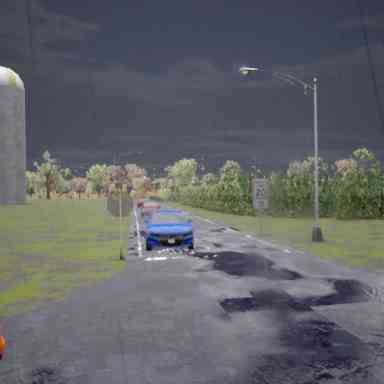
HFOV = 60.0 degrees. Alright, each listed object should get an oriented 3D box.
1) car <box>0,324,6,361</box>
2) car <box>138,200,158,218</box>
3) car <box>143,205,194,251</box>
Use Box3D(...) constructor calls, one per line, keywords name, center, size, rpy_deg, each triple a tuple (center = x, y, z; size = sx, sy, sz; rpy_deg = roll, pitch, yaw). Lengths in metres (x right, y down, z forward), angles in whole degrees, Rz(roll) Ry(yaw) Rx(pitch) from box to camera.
Box3D(name="car", center=(-4.417, 1.357, 3.059), size=(4.553, 1.767, 2.097), rpy_deg=(0, 0, -41))
Box3D(name="car", center=(-4.026, 1.670, 32.278), size=(1.812, 1.442, 4.674), rpy_deg=(-1, 0, -10))
Box3D(name="car", center=(-1.059, 1.550, 14.763), size=(1.882, 1.535, 5.008), rpy_deg=(-1, 0, -7))
